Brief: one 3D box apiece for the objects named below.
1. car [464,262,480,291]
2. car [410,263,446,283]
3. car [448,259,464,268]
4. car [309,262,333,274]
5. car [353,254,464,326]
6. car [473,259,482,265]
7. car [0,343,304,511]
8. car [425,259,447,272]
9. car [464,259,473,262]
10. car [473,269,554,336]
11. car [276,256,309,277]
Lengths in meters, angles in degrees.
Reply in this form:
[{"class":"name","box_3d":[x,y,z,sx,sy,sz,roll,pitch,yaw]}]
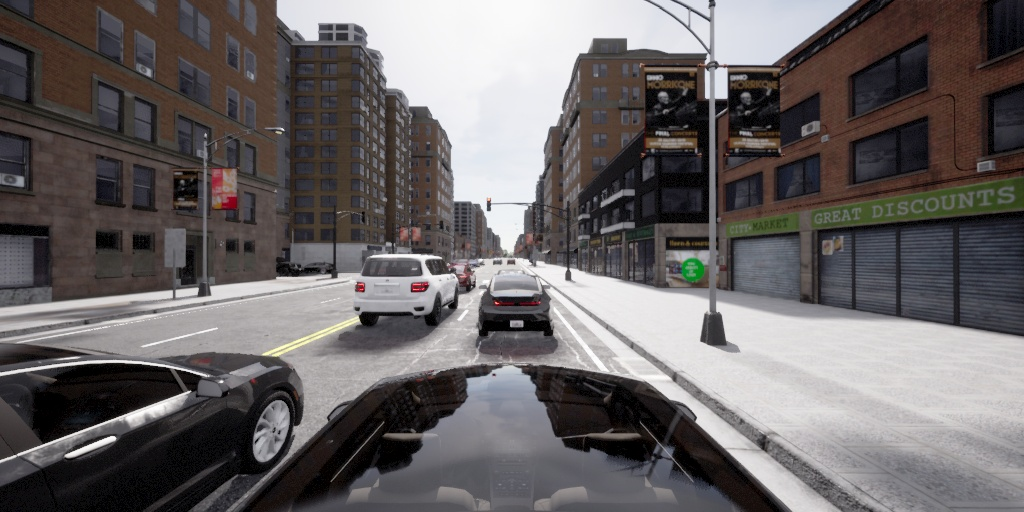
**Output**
[{"class":"car","box_3d":[-3.248,1.279,21.556,1.812,1.442,4.674,0,0,0]},{"class":"car","box_3d":[-6.655,1.319,28.893,1.994,1.385,4.181,0,0,0]},{"class":"car","box_3d":[-9.938,1.325,64.091,2.033,1.411,5.357,0,0,0]},{"class":"car","box_3d":[-22.227,1.346,40.689,4.313,1.339,1.948,0,0,0]},{"class":"car","box_3d":[-3.173,0.972,11.856,2.150,2.045,5.566,0,0,1]},{"class":"car","box_3d":[-6.696,1.301,61.027,1.812,1.442,4.674,0,0,0]},{"class":"car","box_3d":[-3.153,1.255,1.903,1.837,1.490,4.892,0,0,0]},{"class":"car","box_3d":[-9.937,1.243,47.495,1.882,1.535,5.008,0,0,0]},{"class":"car","box_3d":[-6.691,1.243,47.342,1.882,1.535,5.008,0,0,0]},{"class":"car","box_3d":[0.085,1.256,10.348,1.837,1.490,4.892,0,0,0]},{"class":"car","box_3d":[-23.555,0.973,35.212,5.566,2.045,2.150,0,0,0]}]
